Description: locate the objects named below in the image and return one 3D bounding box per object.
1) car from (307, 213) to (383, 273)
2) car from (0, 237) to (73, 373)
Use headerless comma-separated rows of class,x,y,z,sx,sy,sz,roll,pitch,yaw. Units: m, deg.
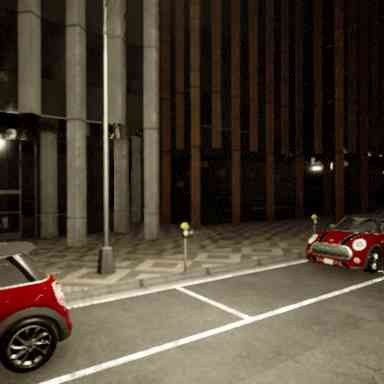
car,5.465,1.424,10.522,4.097,1.590,1.967,0,0,-35
car,-3.727,1.442,3.995,4.097,1.590,1.967,0,0,-35
